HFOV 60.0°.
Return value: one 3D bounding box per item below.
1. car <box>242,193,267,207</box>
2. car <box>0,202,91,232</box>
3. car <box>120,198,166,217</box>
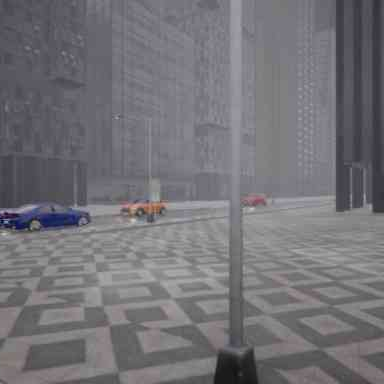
[{"bbox_3d":[9.146,1.159,49.086,2.150,2.045,5.566,0,0,36],"label":"car"},{"bbox_3d":[-8.473,1.455,19.929,1.882,1.535,5.008,0,0,37],"label":"car"},{"bbox_3d":[-4.462,1.318,30.601,2.097,1.767,4.553,0,0,36],"label":"car"}]
